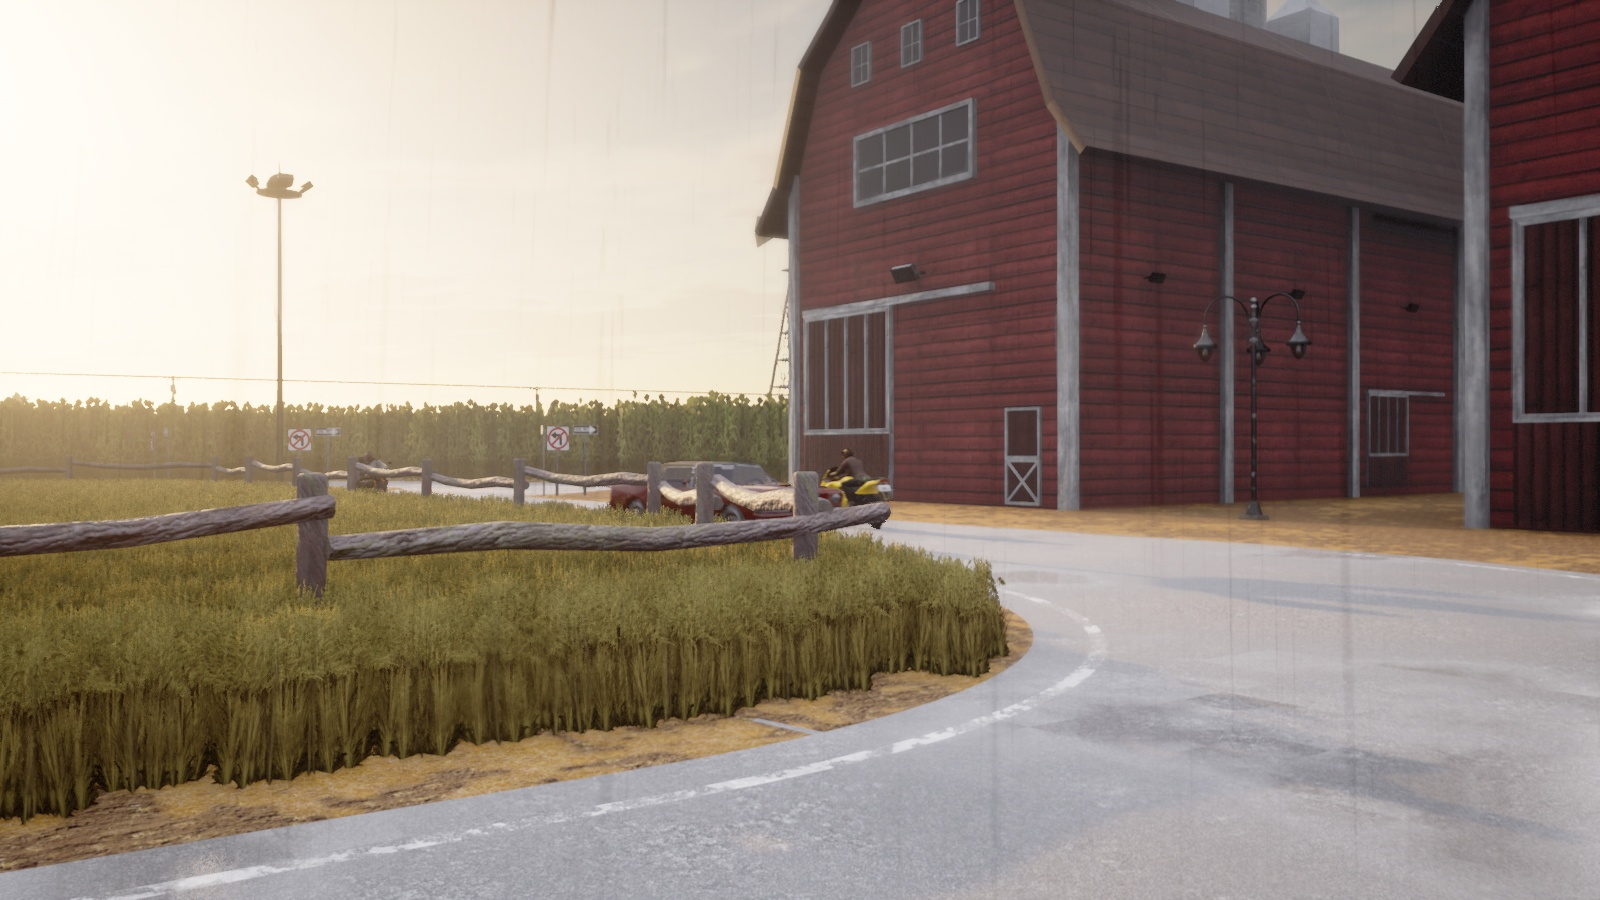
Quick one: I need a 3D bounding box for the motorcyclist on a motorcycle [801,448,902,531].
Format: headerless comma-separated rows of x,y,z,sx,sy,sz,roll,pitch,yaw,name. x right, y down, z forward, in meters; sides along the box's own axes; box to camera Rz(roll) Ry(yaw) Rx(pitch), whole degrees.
0.966,0.728,24.124,0.797,1.523,2.044,0,0,-38,motorcyclist on a motorcycle

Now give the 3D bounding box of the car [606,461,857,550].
-1.289,0.857,21.305,1.895,1.301,4.718,0,0,-38,car

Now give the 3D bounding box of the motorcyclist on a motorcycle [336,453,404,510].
-12.062,0.851,35.170,2.191,1.530,0.866,0,1,44,motorcyclist on a motorcycle
